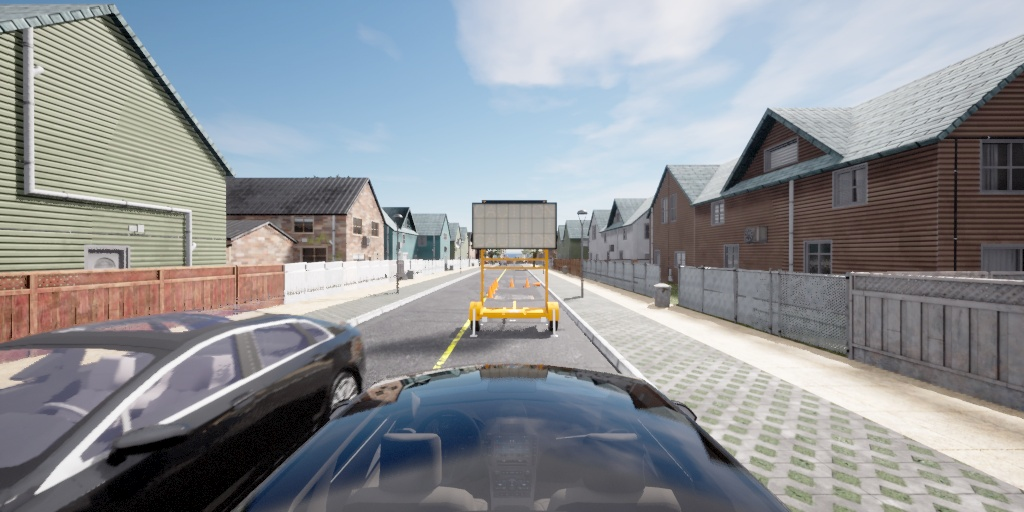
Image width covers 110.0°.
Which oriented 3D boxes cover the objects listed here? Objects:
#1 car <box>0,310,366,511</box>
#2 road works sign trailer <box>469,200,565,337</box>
[{"bbox_3d":[-2.739,1.241,2.536,2.128,1.511,4.902,0,0,0],"label":"car"},{"bbox_3d":[0.069,0.214,10.264,2.380,3.560,2.880,0,0,1],"label":"road works sign trailer"}]
